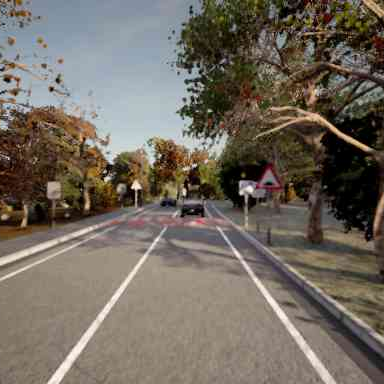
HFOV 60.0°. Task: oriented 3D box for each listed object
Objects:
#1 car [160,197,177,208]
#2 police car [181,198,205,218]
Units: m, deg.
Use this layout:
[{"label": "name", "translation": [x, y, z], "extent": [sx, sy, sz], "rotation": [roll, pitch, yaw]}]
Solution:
[{"label": "car", "translation": [-3.073, 1.347, 44.247], "extent": [1.895, 1.301, 4.718], "rotation": [0, 1, 2]}, {"label": "police car", "translation": [0.078, 1.308, 28.470], "extent": [1.930, 1.638, 5.238], "rotation": [0, -1, 0]}]
